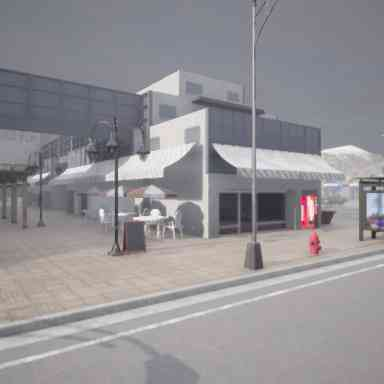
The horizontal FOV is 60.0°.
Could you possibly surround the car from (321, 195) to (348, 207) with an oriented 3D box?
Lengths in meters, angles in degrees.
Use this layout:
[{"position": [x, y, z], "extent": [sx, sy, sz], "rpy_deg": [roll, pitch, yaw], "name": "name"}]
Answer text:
[{"position": [20.691, 1.342, 49.929], "extent": [5.027, 1.636, 2.152], "rpy_deg": [0, 0, -36], "name": "car"}]
